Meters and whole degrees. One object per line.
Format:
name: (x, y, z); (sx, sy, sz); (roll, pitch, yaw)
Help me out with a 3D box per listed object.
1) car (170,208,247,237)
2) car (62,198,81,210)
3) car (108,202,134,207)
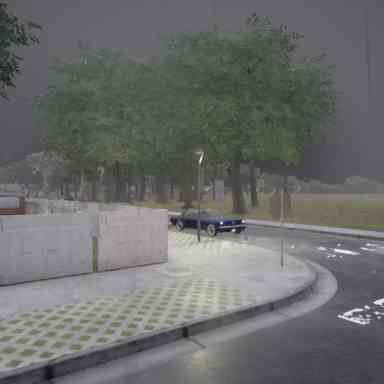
car: (0.788, 1.580, 18.221); (1.895, 1.301, 4.718); (0, 0, -35)
car: (-14.975, 1.460, 40.541); (1.812, 1.442, 4.674); (0, 0, -35)
car: (-5.959, 1.507, 27.754); (2.033, 1.411, 5.357); (0, 0, -35)
